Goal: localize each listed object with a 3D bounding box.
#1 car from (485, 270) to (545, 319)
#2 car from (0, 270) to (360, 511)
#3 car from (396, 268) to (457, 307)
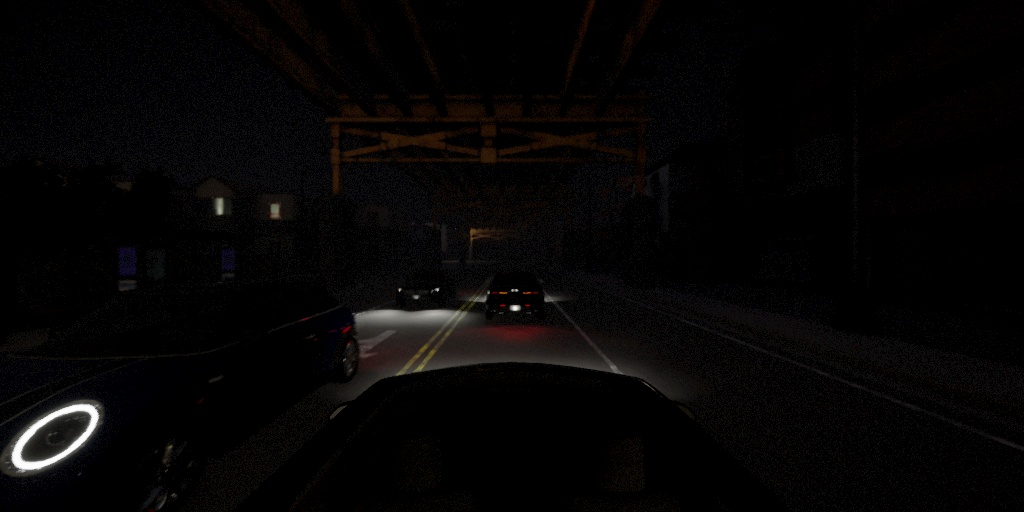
[{"bbox_3d":[0.092,1.241,12.729,1.837,1.490,4.892,0,0,0],"label":"car"},{"bbox_3d":[-3.591,1.101,4.084,2.097,1.767,4.553,0,0,0],"label":"car"},{"bbox_3d":[-3.528,1.260,15.581,1.812,1.442,4.674,0,0,0],"label":"car"}]
